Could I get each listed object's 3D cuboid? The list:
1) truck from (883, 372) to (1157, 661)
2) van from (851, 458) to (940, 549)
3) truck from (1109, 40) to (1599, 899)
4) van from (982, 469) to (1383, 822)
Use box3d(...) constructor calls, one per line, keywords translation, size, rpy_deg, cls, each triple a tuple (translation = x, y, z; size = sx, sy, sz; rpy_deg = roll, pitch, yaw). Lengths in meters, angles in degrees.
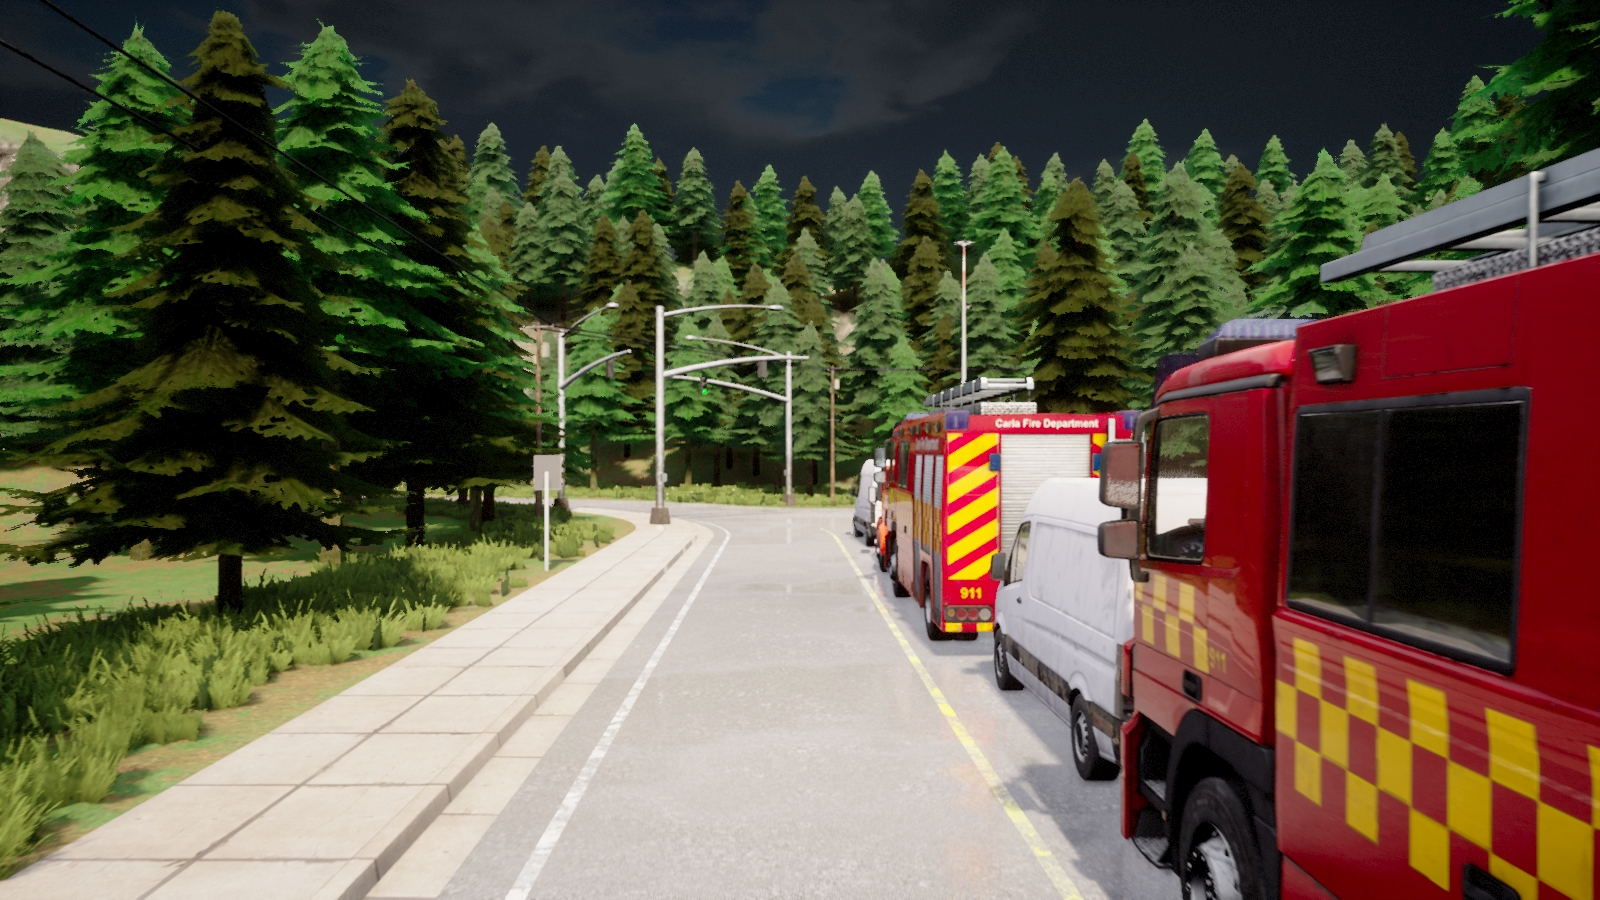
box3d(translation=(3.238, 0.881, 19.421), size=(2.891, 3.827, 8.468), rpy_deg=(0, 0, -1), cls="truck")
box3d(translation=(2.854, 1.538, 35.482), size=(1.988, 2.561, 5.915), rpy_deg=(0, 0, -3), cls="van")
box3d(translation=(3.500, 0.861, 3.224), size=(2.891, 3.827, 8.468), rpy_deg=(0, 0, -1), cls="truck")
box3d(translation=(3.362, 1.518, 11.571), size=(1.988, 2.561, 5.915), rpy_deg=(0, 0, -1), cls="van")
